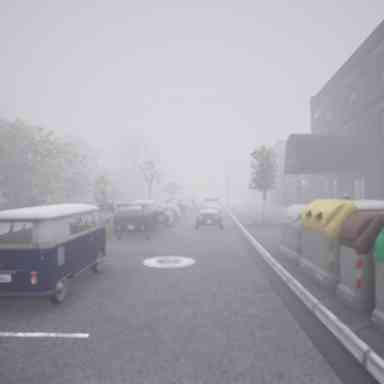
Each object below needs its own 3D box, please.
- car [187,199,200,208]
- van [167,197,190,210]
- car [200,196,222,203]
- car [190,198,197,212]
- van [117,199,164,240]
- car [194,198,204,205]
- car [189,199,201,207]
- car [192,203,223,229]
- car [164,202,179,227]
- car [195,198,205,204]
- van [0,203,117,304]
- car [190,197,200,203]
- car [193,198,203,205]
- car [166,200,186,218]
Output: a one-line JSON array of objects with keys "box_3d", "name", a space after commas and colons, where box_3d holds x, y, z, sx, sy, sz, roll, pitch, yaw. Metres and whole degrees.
[{"box_3d": [0.308, 2.122, 63.534, 2.097, 1.535, 5.008, 0, 0, 6], "name": "car"}, {"box_3d": [-1.656, 1.635, 36.007, 1.878, 1.987, 4.442, 0, -1, 6], "name": "van"}, {"box_3d": [2.463, 1.620, 40.966, 2.150, 2.045, 5.566, 0, -1, 4], "name": "car"}, {"box_3d": [-0.878, 2.008, 46.947, 2.002, 1.452, 4.674, 0, -1, 4], "name": "car"}, {"box_3d": [-2.923, 1.438, 18.345, 1.878, 1.987, 4.442, 0, 0, 2], "name": "van"}, {"box_3d": [1.890, 2.394, 85.658, 2.097, 1.535, 5.008, 0, 0, 6], "name": "car"}, {"box_3d": [0.704, 2.195, 69.067, 2.097, 1.535, 5.008, 0, -1, 6], "name": "car"}, {"box_3d": [1.246, 1.762, 23.784, 1.812, 1.442, 4.674, 0, 0, 4], "name": "car"}, {"box_3d": [-2.461, 1.759, 24.838, 2.163, 1.488, 4.792, 0, 0, 2], "name": "car"}, {"box_3d": [2.286, 2.457, 91.200, 2.231, 1.521, 4.892, 0, -1, 6], "name": "car"}, {"box_3d": [-3.480, 1.337, 8.409, 1.878, 1.987, 4.442, 0, 0, 2], "name": "van"}, {"box_3d": [-0.398, 1.798, 53.678, 2.435, 2.045, 5.566, 0, -1, 5], "name": "car"}, {"box_3d": [1.442, 2.306, 79.293, 1.946, 1.575, 5.366, 0, -1, 6], "name": "car"}, {"box_3d": [-2.067, 1.783, 30.335, 2.231, 1.521, 4.892, 0, 0, 2], "name": "car"}]
